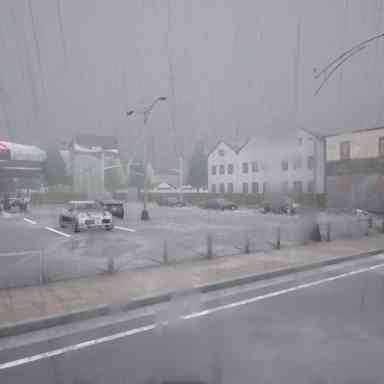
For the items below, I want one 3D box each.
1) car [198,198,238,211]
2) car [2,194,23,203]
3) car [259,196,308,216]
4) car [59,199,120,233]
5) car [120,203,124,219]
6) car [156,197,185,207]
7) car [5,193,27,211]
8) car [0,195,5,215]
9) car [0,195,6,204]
[{"bbox_3d":[2.892,1.371,38.341,2.033,1.411,5.357,0,0,-36],"label":"car"},{"bbox_3d":[-39.301,1.328,72.998,3.866,1.878,1.905,0,0,-36],"label":"car"},{"bbox_3d":[8.427,1.176,30.575,2.097,1.767,4.553,0,0,-35],"label":"car"},{"bbox_3d":[-5.654,1.248,17.647,1.970,1.475,3.806,0,0,-36],"label":"car"},{"bbox_3d":[-6.783,1.313,25.511,2.007,1.523,4.514,0,0,-36],"label":"car"},{"bbox_3d":[-3.111,1.371,46.836,2.033,1.411,5.357,0,0,-35],"label":"car"},{"bbox_3d":[-20.168,1.092,37.914,1.905,1.878,3.866,0,0,-36],"label":"car"},{"bbox_3d":[-18.256,1.113,29.604,1.932,1.855,4.605,0,0,-36],"label":"car"},{"bbox_3d":[-39.529,1.495,65.869,4.611,1.667,2.242,0,0,-36],"label":"car"}]
